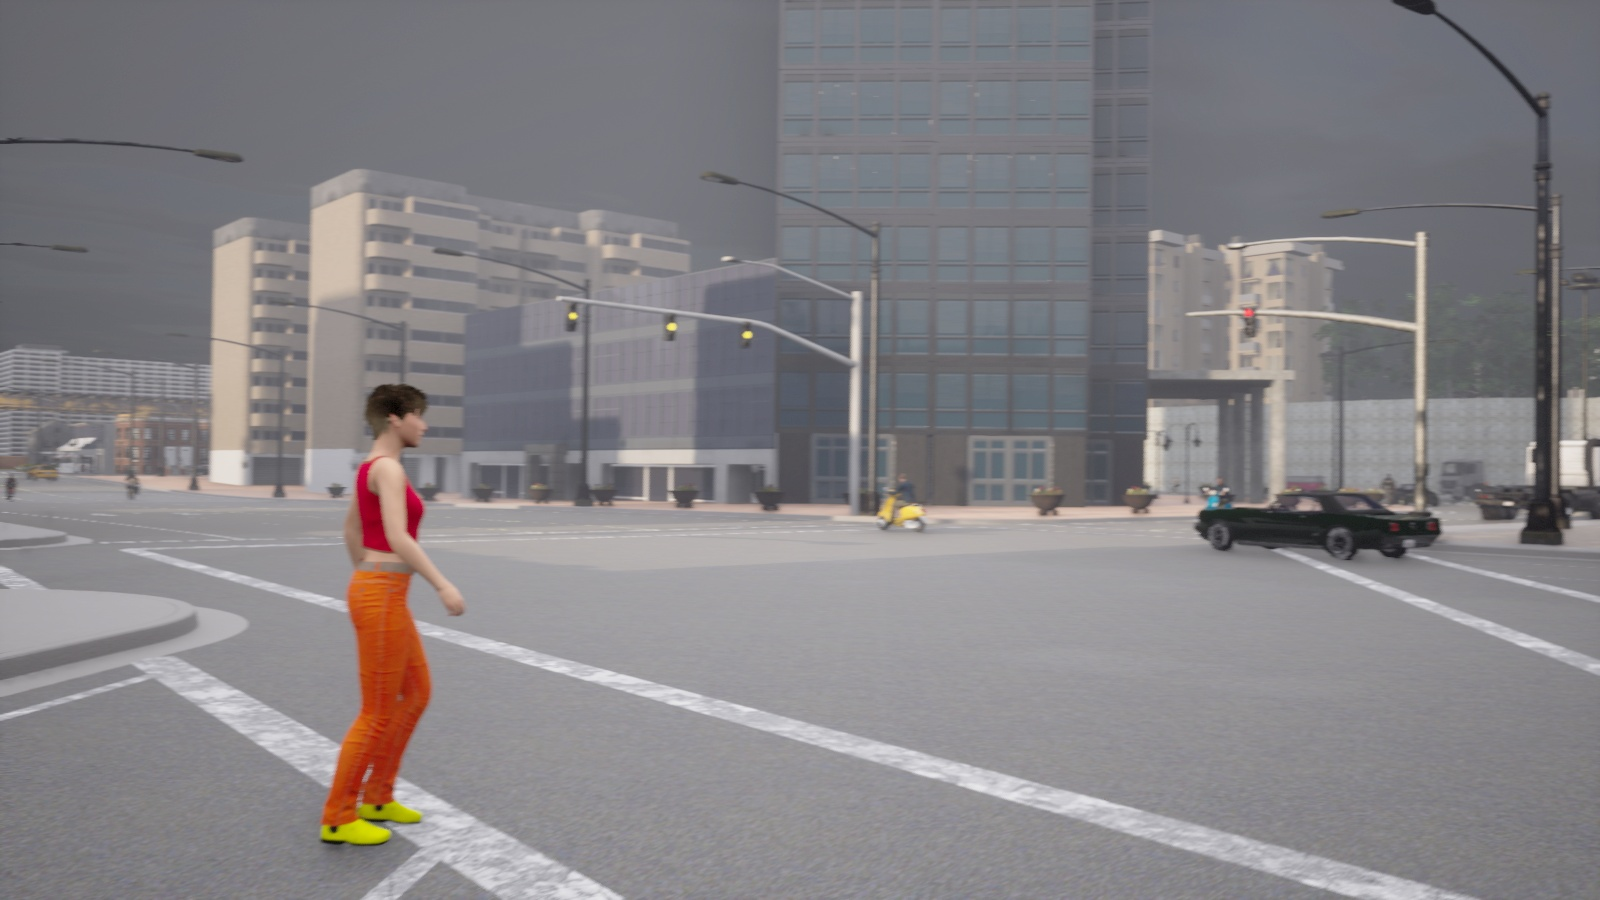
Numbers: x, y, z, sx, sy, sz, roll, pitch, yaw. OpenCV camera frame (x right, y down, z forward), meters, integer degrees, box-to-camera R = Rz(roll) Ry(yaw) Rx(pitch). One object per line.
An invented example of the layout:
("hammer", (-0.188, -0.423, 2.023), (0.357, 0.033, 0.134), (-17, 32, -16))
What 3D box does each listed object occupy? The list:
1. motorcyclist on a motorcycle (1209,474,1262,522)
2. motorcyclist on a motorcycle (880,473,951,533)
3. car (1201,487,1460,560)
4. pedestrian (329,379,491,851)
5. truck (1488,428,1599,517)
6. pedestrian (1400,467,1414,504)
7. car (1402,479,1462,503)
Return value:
("motorcyclist on a motorcycle", (14.701, 1.609, 42.368), (1.817, 1.590, 0.866), (1, -1, -40))
("motorcyclist on a motorcycle", (3.125, 1.419, 34.074), (0.866, 1.590, 1.817), (1, -1, -41))
("car", (10.801, 1.442, 25.941), (1.895, 1.301, 4.718), (1, -1, -31))
("pedestrian", (-1.599, 0.645, 5.150), (0.594, 1.836, 0.345), (1, -1, -19))
("truck", (31.876, 0.954, 52.263), (7.936, 3.462, 2.891), (1, -1, -39))
("pedestrian", (30.478, 1.781, 63.063), (0.563, 1.883, 0.849), (0, -1, 30))
("car", (38.631, 2.477, 76.905), (1.994, 1.385, 4.181), (0, -1, 7))
